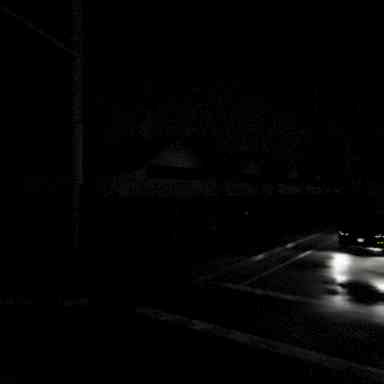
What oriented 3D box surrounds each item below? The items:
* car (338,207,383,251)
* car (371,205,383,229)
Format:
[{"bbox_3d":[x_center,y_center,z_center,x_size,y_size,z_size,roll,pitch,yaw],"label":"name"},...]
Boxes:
[{"bbox_3d":[7.824,1.586,14.626,1.837,1.490,4.892,0,0,36],"label":"car"},{"bbox_3d":[13.732,1.680,22.810,1.895,1.301,4.718,0,0,36],"label":"car"}]
